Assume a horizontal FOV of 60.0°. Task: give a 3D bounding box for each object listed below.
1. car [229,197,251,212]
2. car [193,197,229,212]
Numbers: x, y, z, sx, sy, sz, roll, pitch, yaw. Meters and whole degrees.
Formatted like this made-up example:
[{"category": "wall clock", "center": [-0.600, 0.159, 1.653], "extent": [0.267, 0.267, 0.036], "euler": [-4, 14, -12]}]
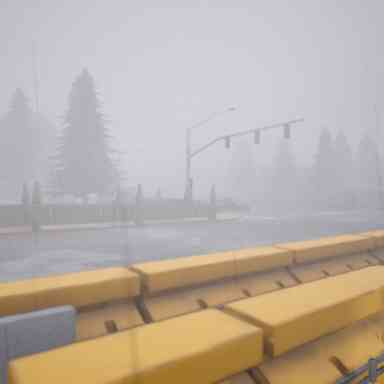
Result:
[{"category": "car", "center": [4.941, 1.371, 40.105], "extent": [2.097, 1.767, 4.553], "euler": [0, 0, -35]}, {"category": "car", "center": [1.593, 1.493, 38.760], "extent": [1.882, 1.535, 5.008], "euler": [0, 0, -36]}]
